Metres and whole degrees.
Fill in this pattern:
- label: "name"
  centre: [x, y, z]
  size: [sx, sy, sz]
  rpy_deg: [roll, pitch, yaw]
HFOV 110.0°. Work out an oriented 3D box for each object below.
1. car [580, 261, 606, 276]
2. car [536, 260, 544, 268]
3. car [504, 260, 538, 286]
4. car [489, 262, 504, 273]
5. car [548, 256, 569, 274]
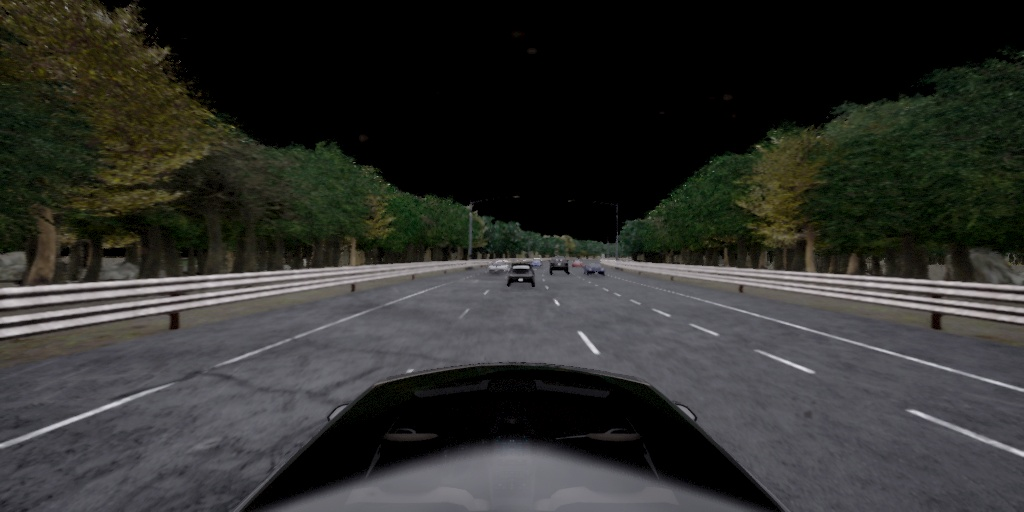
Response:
- label: "car"
  centre: [8.612, 1.426, 37.986]
  size: [1.895, 1.301, 4.718]
  rpy_deg: [0, 0, 6]
- label: "car"
  centre: [4.573, 1.372, 64.183]
  size: [2.033, 1.411, 5.357]
  rpy_deg: [0, 0, 10]
- label: "car"
  centre: [0.701, 1.273, 25.434]
  size: [1.837, 1.490, 4.892]
  rpy_deg: [0, 0, 3]
- label: "car"
  centre: [-1.539, 1.372, 44.053]
  size: [1.895, 1.301, 4.718]
  rpy_deg: [0, 0, 6]
- label: "car"
  centre: [5.461, 1.032, 41.905]
  size: [2.150, 2.045, 5.566]
  rpy_deg: [0, 0, 6]
